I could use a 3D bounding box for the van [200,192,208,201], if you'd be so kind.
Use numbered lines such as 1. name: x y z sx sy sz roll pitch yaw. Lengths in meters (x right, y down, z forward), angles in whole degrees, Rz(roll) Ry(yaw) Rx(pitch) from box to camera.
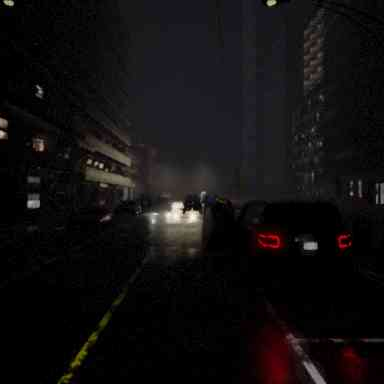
1. van: 2.712 0.962 74.518 1.690 1.788 3.998 1 0 0

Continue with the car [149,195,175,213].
1. car: -3.086 1.323 35.077 1.837 1.490 4.892 0 0 0

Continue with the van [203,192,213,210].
1. van: 2.710 1.101 46.670 1.690 1.788 3.998 1 0 0

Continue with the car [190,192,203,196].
1. car: 0.051 1.114 46.143 2.097 1.767 4.553 0 0 0

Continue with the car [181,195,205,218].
1. car: 0.044 1.335 32.596 1.837 1.490 4.892 0 0 0

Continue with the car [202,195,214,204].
1. car: 2.707 1.285 57.809 1.802 1.307 4.206 1 0 0

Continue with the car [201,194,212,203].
1. car: 2.708 1.200 63.548 1.752 1.417 4.829 1 0 0

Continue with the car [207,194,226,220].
1. car: 2.706 1.284 29.961 1.967 1.590 4.097 1 0 0

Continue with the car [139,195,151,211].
1. car: -5.675 1.367 35.533 2.008 1.369 4.403 1 0 0

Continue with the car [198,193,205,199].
1. car: 2.711 1.064 91.397 1.752 1.417 4.829 1 0 0

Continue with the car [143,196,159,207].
1. car: -5.673 1.286 46.503 1.752 1.417 4.829 1 0 0

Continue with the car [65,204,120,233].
1. car: -5.677 1.446 18.824 1.887 1.381 4.507 1 0 0

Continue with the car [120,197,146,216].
1. car: -5.676 1.410 29.963 1.947 1.339 4.313 1 0 0

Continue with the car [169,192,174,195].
1. car: -5.668 0.936 74.519 2.192 1.841 5.009 1 0 0

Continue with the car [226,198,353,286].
1. car: 2.395 1.171 9.396 2.150 2.045 5.566 0 0 0

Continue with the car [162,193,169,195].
1. car: -5.673 1.254 57.810 2.008 1.369 4.403 1 0 0

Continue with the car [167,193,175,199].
1. car: -5.670 1.085 91.229 1.887 1.381 4.507 1 0 0

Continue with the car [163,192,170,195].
1. car: -5.672 1.202 63.211 1.752 1.417 4.829 1 0 0
